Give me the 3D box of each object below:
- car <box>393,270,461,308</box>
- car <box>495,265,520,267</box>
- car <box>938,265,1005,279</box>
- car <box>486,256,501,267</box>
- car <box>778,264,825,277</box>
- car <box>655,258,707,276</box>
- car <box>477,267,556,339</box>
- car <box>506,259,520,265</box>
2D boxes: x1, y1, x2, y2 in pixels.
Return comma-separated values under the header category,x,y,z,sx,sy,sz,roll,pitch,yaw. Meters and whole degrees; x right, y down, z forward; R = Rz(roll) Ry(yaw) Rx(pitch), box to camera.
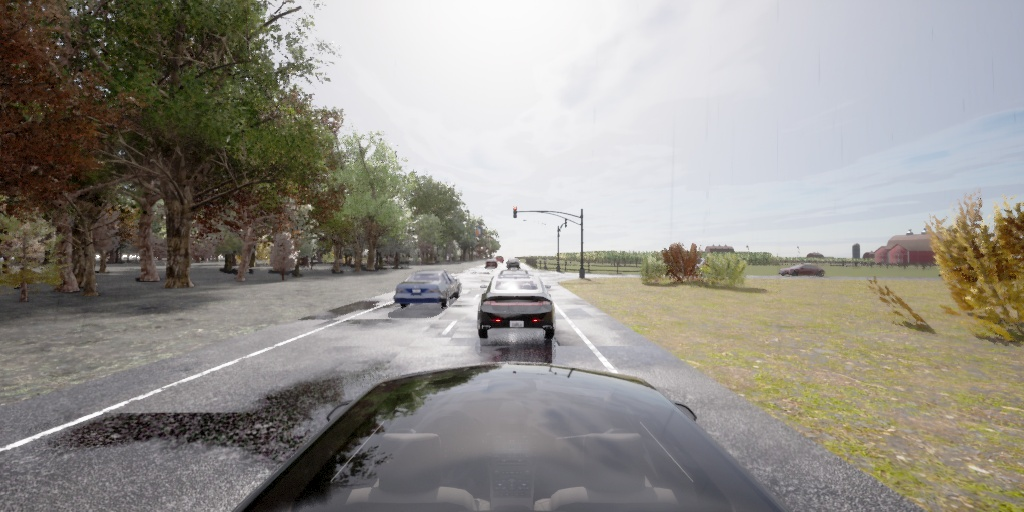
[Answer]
category,x,y,z,sx,sy,sz,roll,pitch,yaw
car,-3.393,1.300,15.254,2.033,1.411,5.357,0,0,0
car,0.111,1.355,19.223,1.895,1.301,4.718,0,0,0
car,48.608,1.825,37.899,5.357,1.411,2.033,1,-1,1
car,-3.370,1.232,60.403,1.882,1.535,5.008,0,0,0
car,33.591,1.700,41.583,4.674,1.442,1.812,1,-1,1
car,19.678,1.244,41.660,5.566,2.045,2.150,1,-1,0
car,0.106,1.244,10.102,2.128,1.511,4.902,0,0,0
car,0.194,1.260,55.573,1.837,1.490,4.892,-1,0,-3
